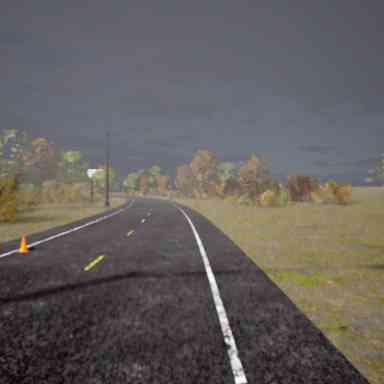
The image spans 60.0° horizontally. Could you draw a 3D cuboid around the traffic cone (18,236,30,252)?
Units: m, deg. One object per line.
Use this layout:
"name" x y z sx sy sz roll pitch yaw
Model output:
"traffic cone" -6.254 1.915 12.368 0.340 0.580 0.340 0 0 -2
